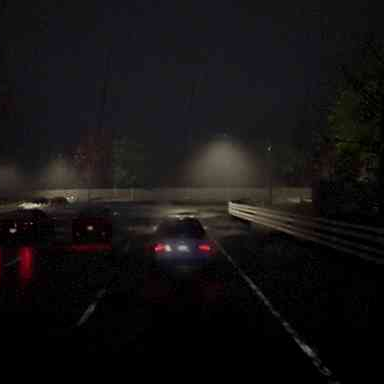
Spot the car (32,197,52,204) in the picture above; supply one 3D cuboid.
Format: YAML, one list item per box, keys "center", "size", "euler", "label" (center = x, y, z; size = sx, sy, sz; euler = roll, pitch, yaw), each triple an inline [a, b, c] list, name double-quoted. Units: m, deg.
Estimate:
- center: [-29.701, 1.767, 65.097]
  size: [1.837, 1.490, 4.892]
  euler: [0, 0, -41]
  label: "car"

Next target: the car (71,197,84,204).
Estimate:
- center: [-24.200, 1.774, 69.425]
  size: [1.812, 1.442, 4.674]
  euler: [0, 0, -41]
  label: "car"

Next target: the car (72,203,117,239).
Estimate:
- center: [-5.170, 1.549, 18.045]
  size: [1.882, 1.535, 5.008]
  euler: [0, 0, -9]
  label: "car"

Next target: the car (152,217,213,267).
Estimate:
- center: [-0.382, 1.582, 11.543]
  size: [2.033, 1.411, 5.357]
  euler: [0, 0, -3]
  label: "car"

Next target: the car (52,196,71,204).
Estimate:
- center: [-26.932, 1.614, 67.239]
  size: [2.097, 1.767, 4.553]
  euler: [0, 0, -41]
  label: "car"

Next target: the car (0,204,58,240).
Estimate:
- center: [-8.635, 1.609, 17.609]
  size: [1.812, 1.442, 4.674]
  euler: [0, 0, -9]
  label: "car"
